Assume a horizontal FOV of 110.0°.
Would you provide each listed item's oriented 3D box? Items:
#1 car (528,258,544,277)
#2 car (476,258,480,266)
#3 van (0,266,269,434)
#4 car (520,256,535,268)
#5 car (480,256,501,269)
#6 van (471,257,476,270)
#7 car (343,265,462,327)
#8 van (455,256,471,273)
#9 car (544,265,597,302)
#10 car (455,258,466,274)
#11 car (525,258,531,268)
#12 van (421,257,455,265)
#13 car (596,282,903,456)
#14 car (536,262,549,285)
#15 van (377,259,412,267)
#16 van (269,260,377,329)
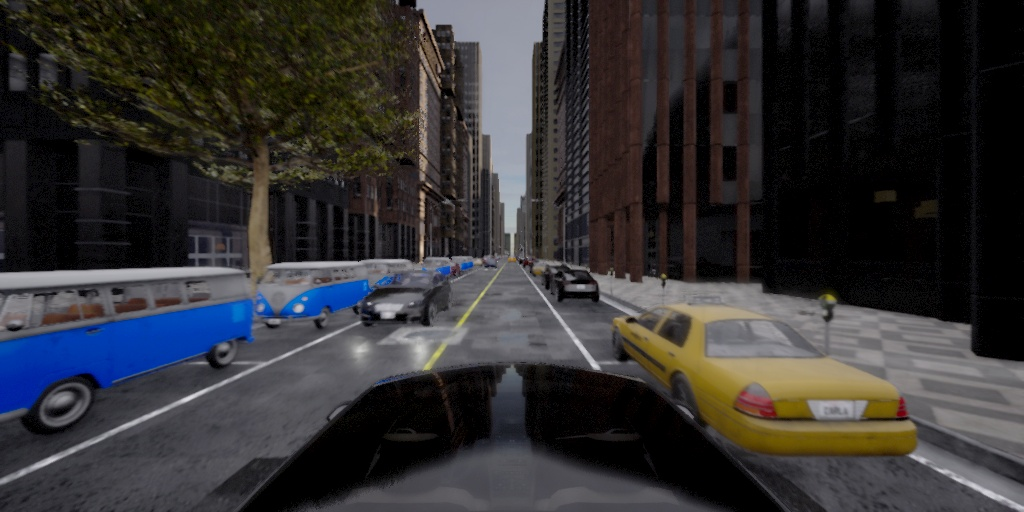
[{"bbox_3d":[2.751,1.164,33.455,1.751,1.417,4.829,0,0,0],"label":"car"},{"bbox_3d":[-5.783,1.075,61.196,1.751,1.417,4.829,0,0,0],"label":"car"},{"bbox_3d":[-5.765,1.078,5.183,1.690,1.789,3.998,0,0,0],"label":"van"},{"bbox_3d":[2.744,0.881,55.760,2.192,1.841,5.009,0,0,0],"label":"car"},{"bbox_3d":[-3.085,1.122,52.905,2.033,1.411,5.357,0,0,0],"label":"car"},{"bbox_3d":[-5.777,0.942,44.512,1.690,1.789,3.998,0,0,0],"label":"van"},{"bbox_3d":[-3.104,1.206,11.417,2.128,1.511,4.902,0,0,0],"label":"car"},{"bbox_3d":[-5.776,0.960,38.892,1.690,1.789,3.998,0,0,0],"label":"van"},{"bbox_3d":[2.757,1.263,16.430,1.948,1.339,4.313,0,0,0],"label":"car"},{"bbox_3d":[-5.774,1.183,33.274,1.888,1.381,4.507,0,0,0],"label":"car"},{"bbox_3d":[2.750,1.186,38.904,1.948,1.339,4.313,0,0,0],"label":"car"},{"bbox_3d":[-5.772,0.998,27.656,1.690,1.789,3.998,0,0,0],"label":"van"},{"bbox_3d":[2.761,1.263,5.362,1.751,1.417,4.829,0,0,0],"label":"car"},{"bbox_3d":[2.755,1.243,22.048,1.948,1.339,4.313,0,0,0],"label":"car"},{"bbox_3d":[-5.768,1.037,16.420,1.690,1.789,3.998,0,0,0],"label":"van"},{"bbox_3d":[-5.766,1.057,10.801,1.690,1.789,3.998,0,0,0],"label":"van"}]
